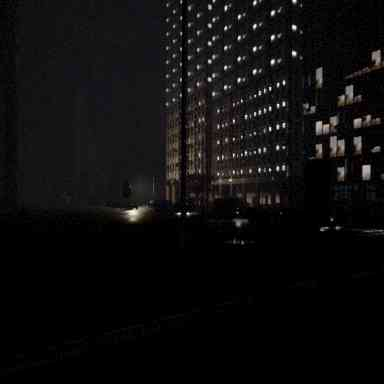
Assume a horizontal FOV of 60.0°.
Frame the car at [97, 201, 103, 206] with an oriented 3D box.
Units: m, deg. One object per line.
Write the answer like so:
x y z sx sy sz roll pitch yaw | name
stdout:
-23.505 3.059 86.608 1.887 1.381 4.507 -1 -1 -26 | car

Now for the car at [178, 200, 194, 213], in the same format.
-1.942 2.264 48.227 1.994 1.385 4.181 0 -1 -26 | car

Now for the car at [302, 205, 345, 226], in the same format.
8.884 1.748 25.888 2.128 1.511 4.902 0 -1 -26 | car

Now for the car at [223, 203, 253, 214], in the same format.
6.150 2.174 44.740 1.947 1.339 4.313 -1 -1 -26 | car

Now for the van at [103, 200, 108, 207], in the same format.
-18.594 2.640 76.493 1.690 1.788 3.998 -1 -1 -26 | van

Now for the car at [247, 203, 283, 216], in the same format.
8.608 2.073 39.681 1.947 1.339 4.313 -1 -1 -26 | car

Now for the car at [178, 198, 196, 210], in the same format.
-1.316 2.029 54.098 2.150 2.045 5.566 0 -1 -26 | car

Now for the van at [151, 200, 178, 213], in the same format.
-3.849 2.009 46.141 1.690 1.788 3.998 -1 -1 -26 | van

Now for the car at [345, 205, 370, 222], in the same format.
13.522 1.859 29.563 2.008 1.369 4.403 -1 -1 -26 | car

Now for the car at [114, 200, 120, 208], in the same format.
-13.602 2.607 66.221 1.752 1.417 4.829 -1 -1 -26 | car

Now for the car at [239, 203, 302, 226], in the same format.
5.985 1.817 25.901 2.008 1.369 4.403 -1 -1 -26 | car

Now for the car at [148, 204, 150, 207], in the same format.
-8.594 2.815 75.093 1.802 1.307 4.206 -1 -1 -26 | car

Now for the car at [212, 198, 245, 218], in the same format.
4.228 1.668 35.475 2.150 2.045 5.566 0 -1 -26 | car

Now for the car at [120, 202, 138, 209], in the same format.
-11.218 2.530 61.314 2.008 1.369 4.403 -1 -1 -26 | car

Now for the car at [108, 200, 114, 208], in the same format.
-16.133 2.736 71.432 1.887 1.381 4.507 -1 -1 -26 | car
